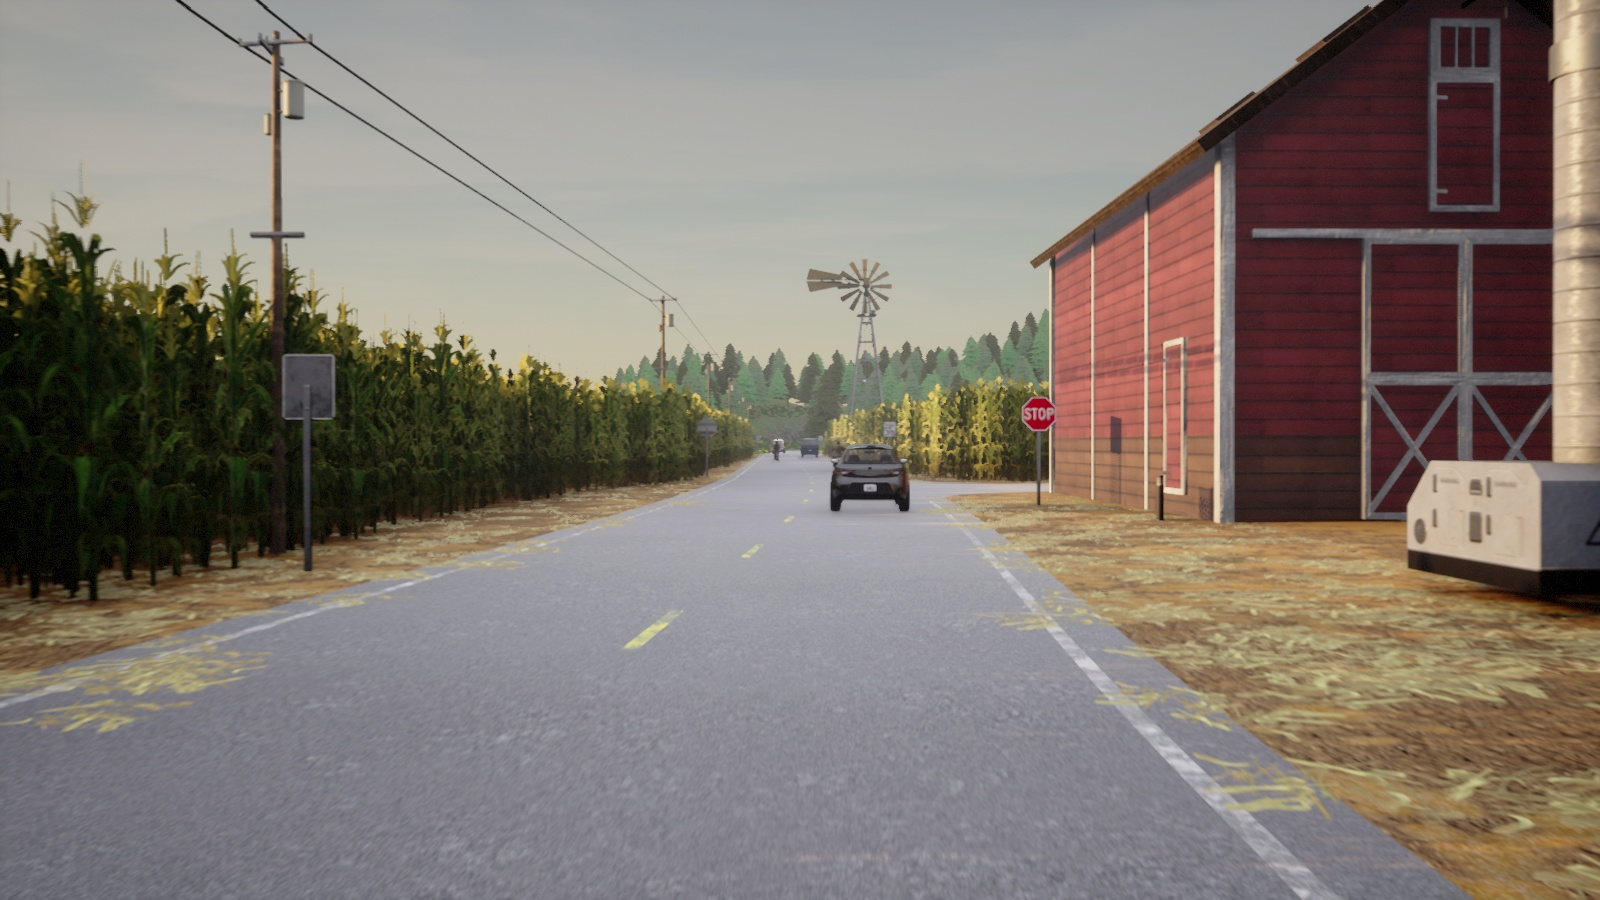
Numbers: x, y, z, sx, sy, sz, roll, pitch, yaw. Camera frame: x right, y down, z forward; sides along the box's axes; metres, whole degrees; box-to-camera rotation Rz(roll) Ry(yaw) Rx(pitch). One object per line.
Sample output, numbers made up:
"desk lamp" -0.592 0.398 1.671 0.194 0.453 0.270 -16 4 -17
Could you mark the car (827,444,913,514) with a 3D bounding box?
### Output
"car" 1.575 0.600 28.697 1.816 1.474 4.193 0 0 3
